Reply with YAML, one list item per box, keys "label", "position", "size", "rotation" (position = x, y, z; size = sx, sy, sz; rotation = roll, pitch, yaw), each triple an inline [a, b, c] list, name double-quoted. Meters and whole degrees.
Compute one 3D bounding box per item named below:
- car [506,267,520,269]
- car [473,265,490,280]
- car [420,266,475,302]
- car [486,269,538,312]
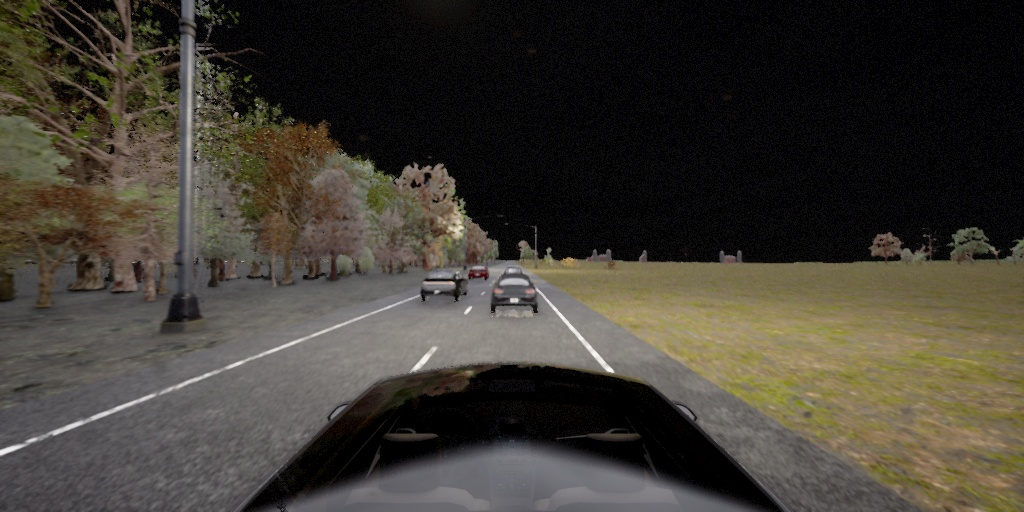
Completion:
- label: "car"
  position: [0.110, 1.690, 31.766]
  size: [2.033, 1.411, 5.357]
  rotation: [0, -1, 0]
- label: "car"
  position: [-3.389, 1.697, 37.594]
  size: [1.882, 1.535, 5.008]
  rotation: [0, -1, 0]
- label: "car"
  position: [-3.396, 1.463, 18.666]
  size: [2.128, 1.511, 4.902]
  rotation: [0, -1, 0]
- label: "car"
  position: [0.093, 1.448, 15.086]
  size: [1.812, 1.442, 4.674]
  rotation: [0, -1, 0]
